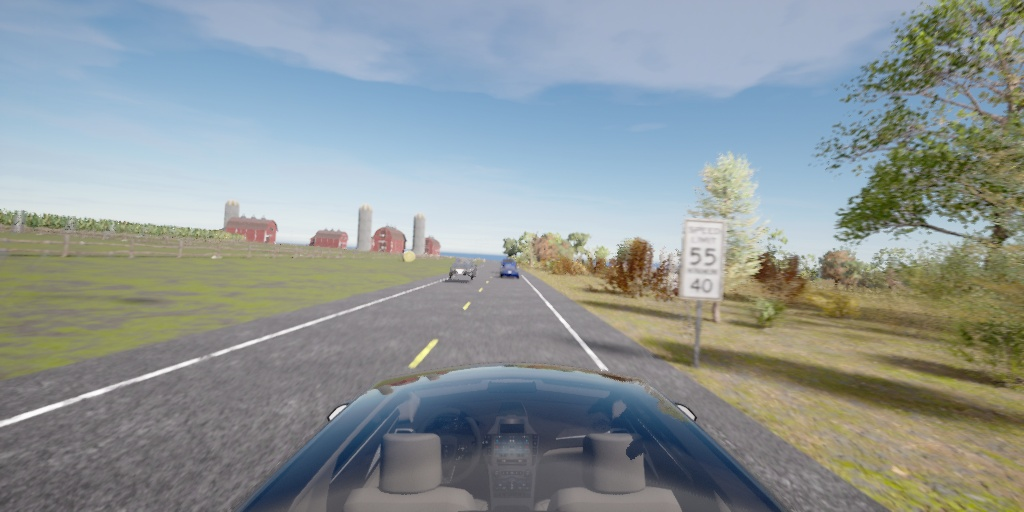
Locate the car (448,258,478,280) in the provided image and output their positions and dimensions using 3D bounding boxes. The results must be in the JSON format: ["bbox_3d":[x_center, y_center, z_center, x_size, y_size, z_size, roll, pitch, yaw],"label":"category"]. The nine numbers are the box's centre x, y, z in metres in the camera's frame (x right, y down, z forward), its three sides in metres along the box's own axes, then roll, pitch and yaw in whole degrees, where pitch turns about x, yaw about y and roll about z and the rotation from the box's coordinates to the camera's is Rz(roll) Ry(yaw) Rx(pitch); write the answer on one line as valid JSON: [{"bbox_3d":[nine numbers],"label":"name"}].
[{"bbox_3d":[-3.657,0.927,27.614,2.128,1.511,4.902,3,0,-1],"label":"car"}]

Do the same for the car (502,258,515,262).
[{"bbox_3d":[-0.516,1.324,48.931,2.150,2.045,5.566,3,0,-1],"label":"car"}]

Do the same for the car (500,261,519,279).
[{"bbox_3d":[-0.248,1.587,37.848,1.994,1.385,4.181,3,0,-1],"label":"car"}]
